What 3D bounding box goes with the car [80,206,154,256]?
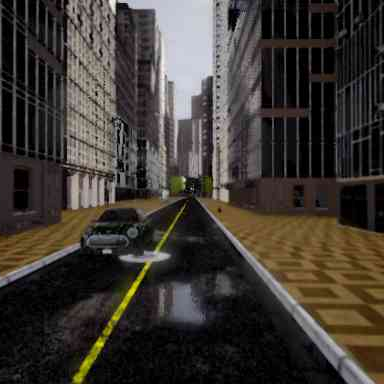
[{"bbox_3d":[-2.801,1.395,13.289,2.097,1.767,4.553,0,0,0],"label":"car"}]
